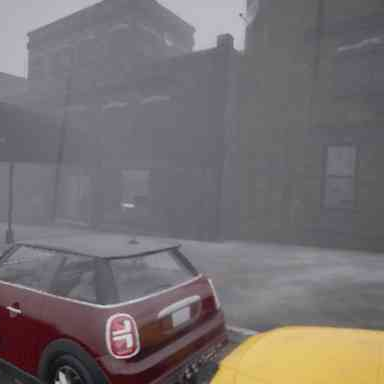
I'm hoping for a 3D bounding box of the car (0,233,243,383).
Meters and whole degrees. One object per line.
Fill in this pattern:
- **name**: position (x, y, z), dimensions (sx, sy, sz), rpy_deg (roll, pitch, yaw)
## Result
- **car**: position (-1.848, 1.389, 4.849), dimensions (4.553, 1.767, 2.185), rpy_deg (-1, 0, 35)
